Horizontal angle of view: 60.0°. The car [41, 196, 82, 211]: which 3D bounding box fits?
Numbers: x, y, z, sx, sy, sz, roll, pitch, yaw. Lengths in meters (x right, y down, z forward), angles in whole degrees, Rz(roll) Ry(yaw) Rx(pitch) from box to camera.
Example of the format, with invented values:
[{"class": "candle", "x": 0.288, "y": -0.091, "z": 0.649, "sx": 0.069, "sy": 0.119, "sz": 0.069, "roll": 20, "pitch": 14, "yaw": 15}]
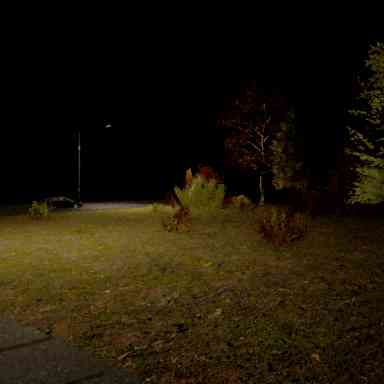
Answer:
[{"class": "car", "x": -14.779, "y": 1.239, "z": 37.228, "sx": 2.128, "sy": 1.511, "sz": 4.902, "roll": 2, "pitch": 2, "yaw": 40}]
